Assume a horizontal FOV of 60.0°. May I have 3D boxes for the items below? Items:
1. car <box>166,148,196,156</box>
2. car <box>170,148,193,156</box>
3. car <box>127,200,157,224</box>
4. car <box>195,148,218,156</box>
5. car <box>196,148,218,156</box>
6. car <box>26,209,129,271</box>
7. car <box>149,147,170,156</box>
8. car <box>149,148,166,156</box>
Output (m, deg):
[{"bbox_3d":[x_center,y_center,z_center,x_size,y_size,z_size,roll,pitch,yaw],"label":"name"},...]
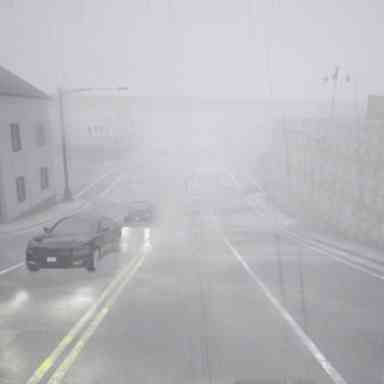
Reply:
[{"bbox_3d":[-2.305,-8.328,69.902,4.974,1.542,2.038,-9,16,-35],"label":"car"},{"bbox_3d":[-2.261,-8.488,69.896,4.536,1.218,1.853,-9,16,-35],"label":"car"},{"bbox_3d":[-3.634,1.352,24.213,1.812,1.442,4.674,1,4,0],"label":"car"},{"bbox_3d":[3.021,-8.585,70.655,4.536,1.218,1.853,8,15,28],"label":"car"},{"bbox_3d":[3.064,-8.425,70.667,4.974,1.542,2.038,8,15,28],"label":"car"},{"bbox_3d":[-3.644,1.497,11.116,1.882,1.535,5.008,0,-1,0],"label":"car"},{"bbox_3d":[-6.948,-8.557,69.893,4.536,1.218,1.853,13,18,42],"label":"car"},{"bbox_3d":[-6.913,-8.395,69.894,4.974,1.542,2.038,13,18,42],"label":"car"}]
